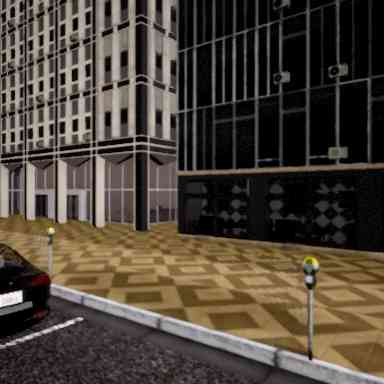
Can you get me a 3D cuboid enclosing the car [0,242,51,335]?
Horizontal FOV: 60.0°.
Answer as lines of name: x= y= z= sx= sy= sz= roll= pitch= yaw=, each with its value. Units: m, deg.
car: x=-4.259 y=1.542 z=5.912 sx=4.313 sy=1.339 sz=1.947 roll=0 pitch=0 yaw=35
